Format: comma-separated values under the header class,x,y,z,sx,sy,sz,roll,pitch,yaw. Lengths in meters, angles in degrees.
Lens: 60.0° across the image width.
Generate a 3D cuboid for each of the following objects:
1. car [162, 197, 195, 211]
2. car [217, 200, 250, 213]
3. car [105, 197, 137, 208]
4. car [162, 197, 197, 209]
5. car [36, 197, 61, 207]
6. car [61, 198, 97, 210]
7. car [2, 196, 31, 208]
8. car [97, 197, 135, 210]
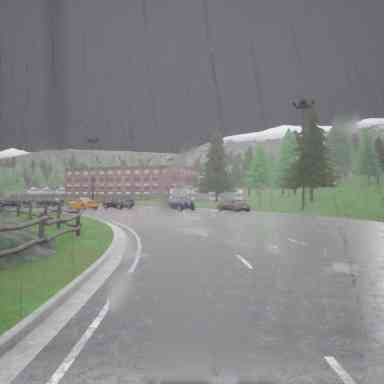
class,x,y,z,sx,sy,sz,roll,pitch,yaw
car,-1.706,1.353,40.438,2.097,1.767,4.553,0,0,-39
car,4.675,1.563,37.926,1.994,1.385,4.181,0,0,-33
car,-10.364,1.505,48.273,4.892,1.490,1.837,0,0,37
car,-1.782,1.478,45.638,1.882,1.535,5.008,0,0,-43
car,-21.360,1.526,50.283,4.674,1.442,1.812,0,0,24
car,-13.914,1.478,42.079,5.008,1.535,1.882,0,0,36
car,-25.603,1.352,48.256,4.553,1.767,2.097,0,0,20
car,-9.668,1.491,43.128,4.902,1.511,2.128,0,0,40
